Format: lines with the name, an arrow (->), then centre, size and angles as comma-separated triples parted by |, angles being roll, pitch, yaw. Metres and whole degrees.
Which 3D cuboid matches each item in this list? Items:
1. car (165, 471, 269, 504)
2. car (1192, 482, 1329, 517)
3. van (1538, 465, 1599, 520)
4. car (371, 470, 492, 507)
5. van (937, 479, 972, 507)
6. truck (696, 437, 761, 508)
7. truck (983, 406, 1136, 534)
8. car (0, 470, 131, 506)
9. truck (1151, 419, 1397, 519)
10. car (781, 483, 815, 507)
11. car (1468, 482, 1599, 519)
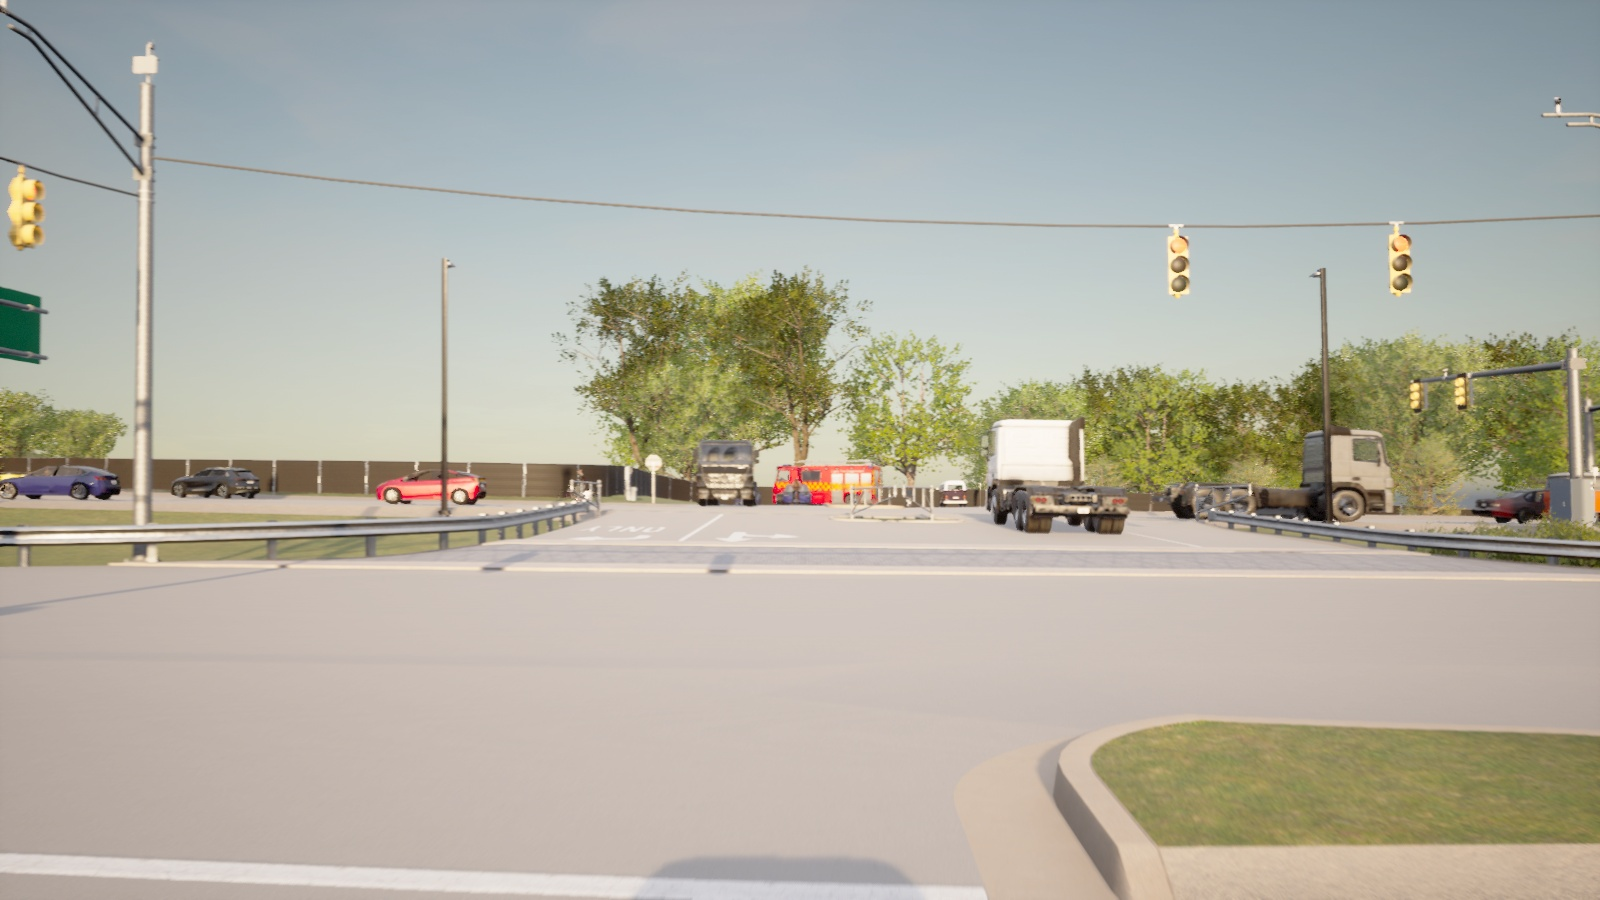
car -> -30.336, 1.945, 65.353 | 4.856, 1.649, 2.033 | 0, -2, 20
car -> 18.103, 1.959, 49.543 | 4.718, 1.301, 1.895 | 1, -2, 1
van -> 29.765, 1.569, 45.939 | 4.442, 1.987, 1.775 | 0, -2, 1
car -> -15.612, 1.658, 53.390 | 4.514, 1.525, 2.007 | 0, -2, 1
van -> 11.592, 3.251, 94.669 | 2.069, 2.038, 4.480 | -1, -3, 0
truck -> -3.670, 1.252, 66.214 | 2.891, 3.462, 7.936 | 0, -2, 0
truck -> 7.634, 0.591, 38.105 | 2.891, 3.462, 7.936 | 1, -1, -1
car -> -31.516, 1.637, 53.548 | 4.792, 1.488, 2.163 | 0, -2, 1
truck -> 17.249, 0.727, 46.092 | 7.936, 3.462, 2.891 | 1, -2, 0
car -> -0.120, 2.960, 82.488 | 2.163, 1.488, 4.792 | 0, -3, 0
car -> 29.516, 1.999, 49.427 | 5.357, 1.411, 2.033 | 0, -2, 1
